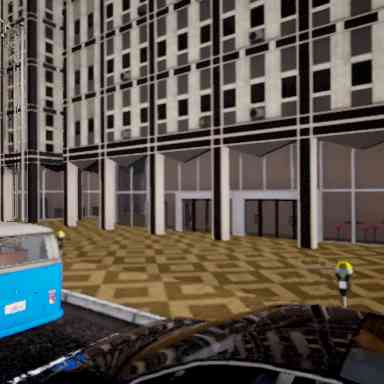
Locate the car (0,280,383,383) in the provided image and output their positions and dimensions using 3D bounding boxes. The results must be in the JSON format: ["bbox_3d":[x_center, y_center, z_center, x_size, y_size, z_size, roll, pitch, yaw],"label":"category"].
[{"bbox_3d":[0.694,1.569,2.382,4.313,1.339,1.947,0,0,35],"label":"car"}]

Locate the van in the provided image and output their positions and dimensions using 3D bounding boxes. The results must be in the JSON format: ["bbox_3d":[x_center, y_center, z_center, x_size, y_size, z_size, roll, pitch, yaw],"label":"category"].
[{"bbox_3d":[-3.943,1.370,5.689,3.998,1.788,1.690,0,0,35],"label":"van"}]
